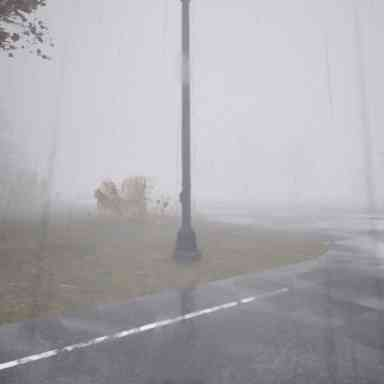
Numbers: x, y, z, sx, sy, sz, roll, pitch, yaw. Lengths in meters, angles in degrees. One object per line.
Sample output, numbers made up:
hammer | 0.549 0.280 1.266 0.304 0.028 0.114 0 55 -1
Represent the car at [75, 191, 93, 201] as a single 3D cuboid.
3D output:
car | -19.068 0.620 58.535 2.097 1.767 4.553 -1 1 -35
